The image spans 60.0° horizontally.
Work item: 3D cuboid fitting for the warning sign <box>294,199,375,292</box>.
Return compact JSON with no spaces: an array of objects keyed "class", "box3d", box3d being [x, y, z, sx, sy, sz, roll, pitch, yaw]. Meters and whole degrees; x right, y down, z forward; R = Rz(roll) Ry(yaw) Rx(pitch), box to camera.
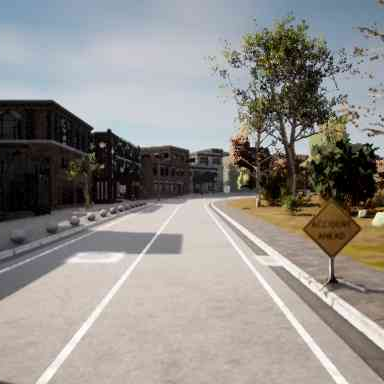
[{"class":"warning sign","box3d":[3.040,1.086,7.253,1.300,1.860,1.060,-1,0,0]}]
